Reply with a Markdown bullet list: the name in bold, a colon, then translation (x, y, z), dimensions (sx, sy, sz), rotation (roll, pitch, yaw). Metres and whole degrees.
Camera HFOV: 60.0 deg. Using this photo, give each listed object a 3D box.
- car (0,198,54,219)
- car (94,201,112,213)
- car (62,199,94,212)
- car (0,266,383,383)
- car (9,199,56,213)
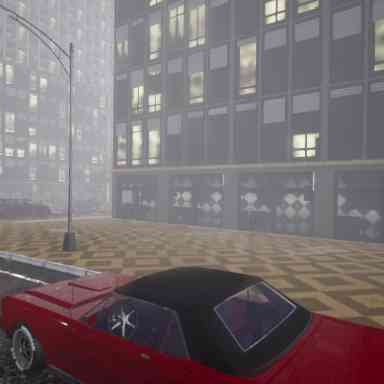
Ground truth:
- **car**: translation (-15.700, 1.519, 30.745), dimensions (2.192, 1.841, 5.009), rotation (1, 0, 37)
- **car**: translation (-8.876, 1.829, 39.936), dimensions (1.752, 1.417, 4.829), rotation (1, 0, 37)
- **car**: translation (-14.135, 1.707, 42.550), dimensions (1.837, 1.490, 4.892), rotation (1, 0, 37)
- **car**: translation (-0.308, 1.600, 3.911), dimensions (4.718, 1.301, 1.895), rotation (0, 0, 36)
- **car**: translation (-19.170, 1.642, 40.130), dimensions (1.752, 1.417, 4.829), rotation (1, 0, 37)
